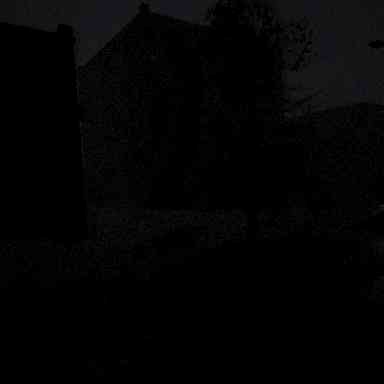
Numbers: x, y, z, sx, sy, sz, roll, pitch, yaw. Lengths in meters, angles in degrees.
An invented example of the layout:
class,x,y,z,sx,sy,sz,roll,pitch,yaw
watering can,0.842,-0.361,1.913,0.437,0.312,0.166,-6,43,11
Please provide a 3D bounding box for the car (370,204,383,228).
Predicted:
class,x,y,z,sx,sy,sz,roll,pitch,yaw
car,12.923,1.046,18.261,2.435,2.045,5.566,-1,0,-36
